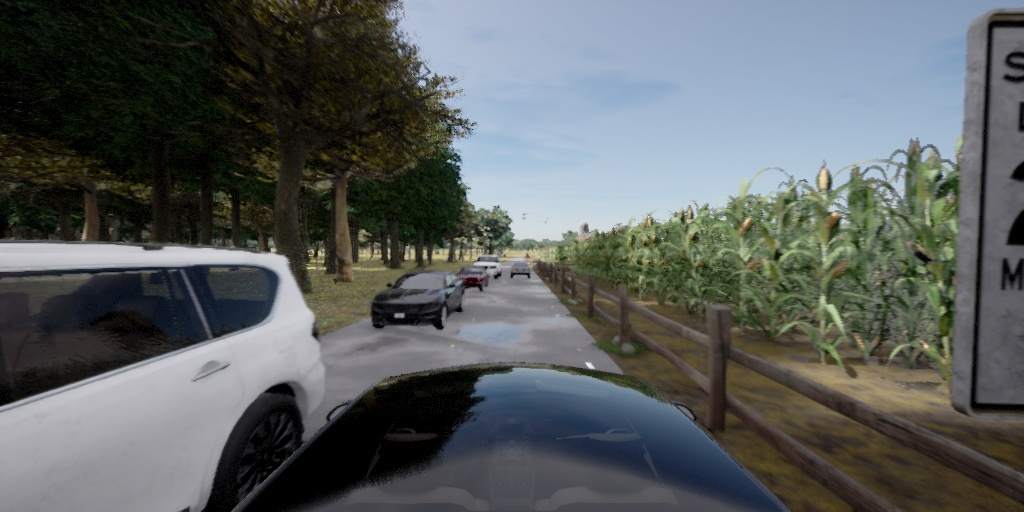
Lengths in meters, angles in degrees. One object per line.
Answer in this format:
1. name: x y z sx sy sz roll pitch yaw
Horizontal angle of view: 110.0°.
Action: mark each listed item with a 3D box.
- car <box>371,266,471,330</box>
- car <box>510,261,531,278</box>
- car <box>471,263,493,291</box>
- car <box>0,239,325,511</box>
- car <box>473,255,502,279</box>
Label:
1. car: -2.676 1.179 11.224 1.882 1.535 5.008 1 0 1
2. car: 0.785 1.280 33.660 2.033 1.411 5.357 1 0 1
3. car: -2.438 1.297 21.462 1.895 1.301 4.718 1 0 1
4. car: -2.883 0.929 1.191 2.150 2.045 5.566 1 0 0
5. car: -2.152 0.912 32.159 2.150 2.045 5.566 1 0 4
